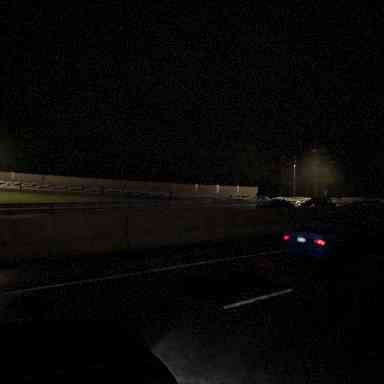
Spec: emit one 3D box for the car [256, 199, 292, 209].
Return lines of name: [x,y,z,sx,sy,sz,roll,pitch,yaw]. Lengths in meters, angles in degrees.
car: [9.054,1.522,36.241,5.008,1.535,1.882,0,0,-35]

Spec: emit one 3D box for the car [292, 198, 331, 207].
car: [12.999,1.402,34.752,4.553,1.767,2.097,0,0,-35]

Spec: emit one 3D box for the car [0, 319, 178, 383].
car: [-2.633,1.547,1.869,5.357,1.411,2.033,0,0,-36]

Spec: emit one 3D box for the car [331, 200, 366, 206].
car: [15.943,1.616,32.552,4.181,1.385,1.994,0,0,-35]

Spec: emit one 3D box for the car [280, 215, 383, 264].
car: [5.496,1.560,11.966,5.357,1.411,2.033,0,0,-36]
